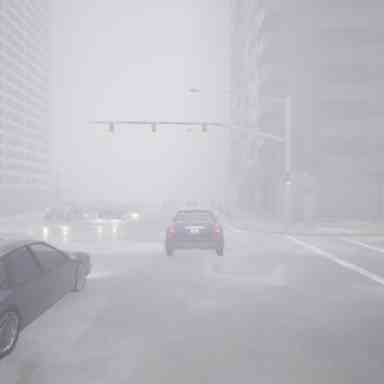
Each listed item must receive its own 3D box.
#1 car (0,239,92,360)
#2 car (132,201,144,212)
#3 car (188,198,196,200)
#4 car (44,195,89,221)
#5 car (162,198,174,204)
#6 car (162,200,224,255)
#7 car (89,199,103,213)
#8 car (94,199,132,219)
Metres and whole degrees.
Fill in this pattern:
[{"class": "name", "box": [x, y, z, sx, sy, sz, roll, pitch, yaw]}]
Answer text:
[{"class": "car", "box": [-3.401, 1.562, 5.868, 2.033, 1.411, 5.357, 0, 0, 0]}, {"class": "car", "box": [-7.077, 1.698, 40.207, 1.895, 1.301, 4.718, 0, 0, 0]}, {"class": "car", "box": [-0.005, 1.692, 52.486, 1.994, 1.385, 4.181, 0, 0, 0]}, {"class": "car", "box": [-10.602, 1.419, 27.978, 2.097, 1.767, 4.553, 0, 0, 0]}, {"class": "car", "box": [-3.479, 1.602, 51.123, 1.882, 1.535, 5.008, 0, 0, 0]}, {"class": "car", "box": [0.096, 1.385, 13.659, 2.097, 1.767, 4.553, 0, 0, 0]}, {"class": "car", "box": [-10.582, 1.596, 37.923, 1.837, 1.490, 4.892, 0, 0, 0]}, {"class": "car", "box": [-7.100, 1.637, 30.247, 1.994, 1.385, 4.181, 0, 0, 0]}]
